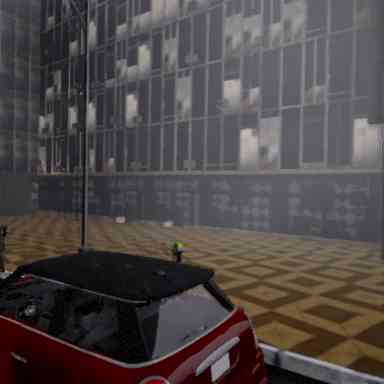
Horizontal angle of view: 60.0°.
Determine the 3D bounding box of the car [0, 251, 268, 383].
[{"bbox_3d":[-1.349,1.428,3.819,4.097,1.590,1.967,0,1,36],"label":"car"}]
